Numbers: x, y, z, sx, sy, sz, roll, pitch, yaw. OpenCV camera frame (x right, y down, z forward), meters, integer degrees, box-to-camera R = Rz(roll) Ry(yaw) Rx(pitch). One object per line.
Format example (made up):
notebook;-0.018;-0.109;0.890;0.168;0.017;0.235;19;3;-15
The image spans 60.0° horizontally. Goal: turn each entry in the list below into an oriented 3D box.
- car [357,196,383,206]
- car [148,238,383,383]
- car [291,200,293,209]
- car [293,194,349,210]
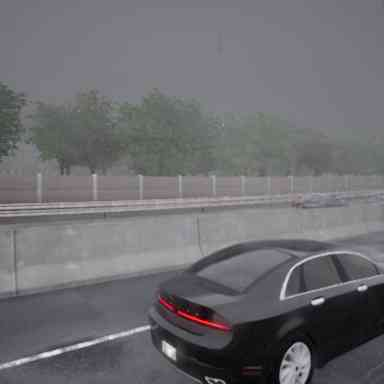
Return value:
car;16.207;1.034;28.439;5.357;1.411;2.033;-2;1;-35
car;1.719;1.486;5.094;4.892;1.490;1.837;-1;0;-35
car;12.212;0.962;34.184;5.008;1.535;1.882;-2;1;-35
car;11.802;1.109;29.596;5.357;1.411;2.033;-2;1;-35
